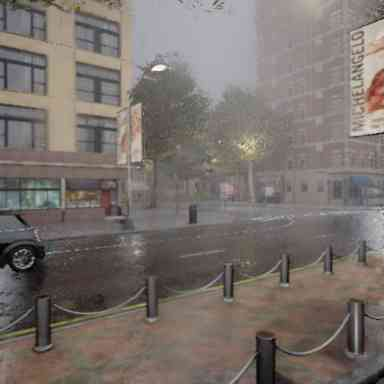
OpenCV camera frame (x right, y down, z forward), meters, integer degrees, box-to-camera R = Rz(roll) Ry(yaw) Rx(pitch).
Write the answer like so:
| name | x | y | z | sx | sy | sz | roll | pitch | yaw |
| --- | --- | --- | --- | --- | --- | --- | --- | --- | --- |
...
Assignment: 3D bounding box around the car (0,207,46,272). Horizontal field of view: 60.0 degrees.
| name | x | y | z | sx | sy | sz | roll | pitch | yaw |
| --- | --- | --- | --- | --- | --- | --- | --- | --- | --- |
| car | -6.570 | 1.355 | 9.106 | 4.553 | 1.767 | 2.097 | -1 | 0 | -35 |
